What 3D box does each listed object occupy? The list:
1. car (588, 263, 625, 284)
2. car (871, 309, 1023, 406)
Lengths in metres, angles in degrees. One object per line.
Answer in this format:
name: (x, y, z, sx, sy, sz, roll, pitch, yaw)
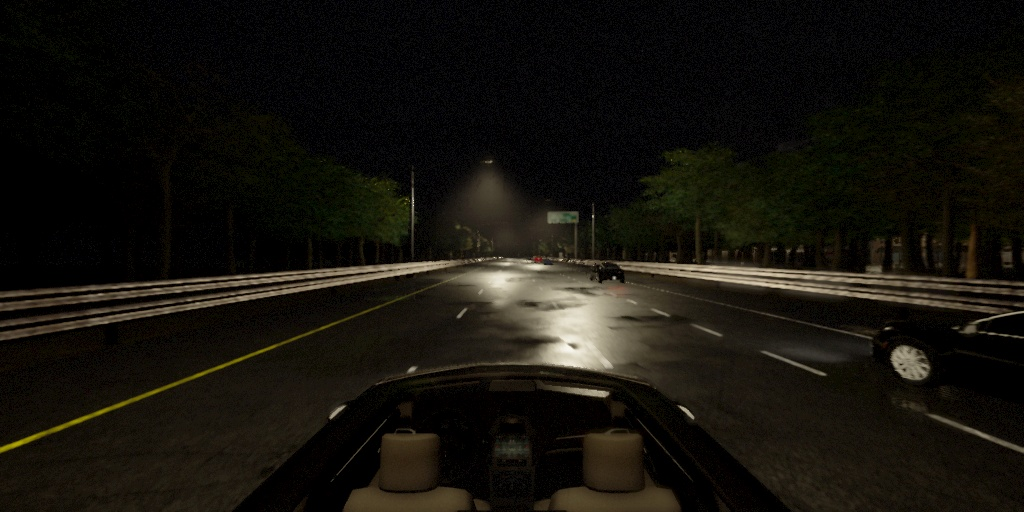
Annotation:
car: (7.027, 1.269, 27.029, 1.837, 1.490, 4.892, 0, 0, 0)
car: (7.000, 1.264, 4.031, 1.837, 1.490, 4.892, 0, 0, 0)
